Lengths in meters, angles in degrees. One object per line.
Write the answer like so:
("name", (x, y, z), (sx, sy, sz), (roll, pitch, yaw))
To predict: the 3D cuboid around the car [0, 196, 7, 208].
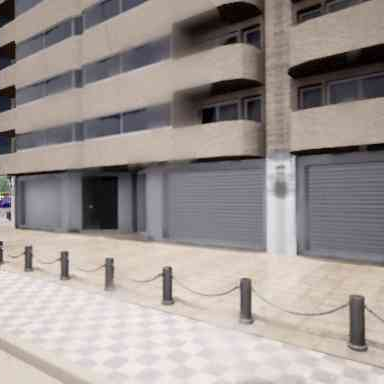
("car", (-45.826, 2.097, 76.155), (1.932, 1.855, 4.605), (-1, 0, 35))
